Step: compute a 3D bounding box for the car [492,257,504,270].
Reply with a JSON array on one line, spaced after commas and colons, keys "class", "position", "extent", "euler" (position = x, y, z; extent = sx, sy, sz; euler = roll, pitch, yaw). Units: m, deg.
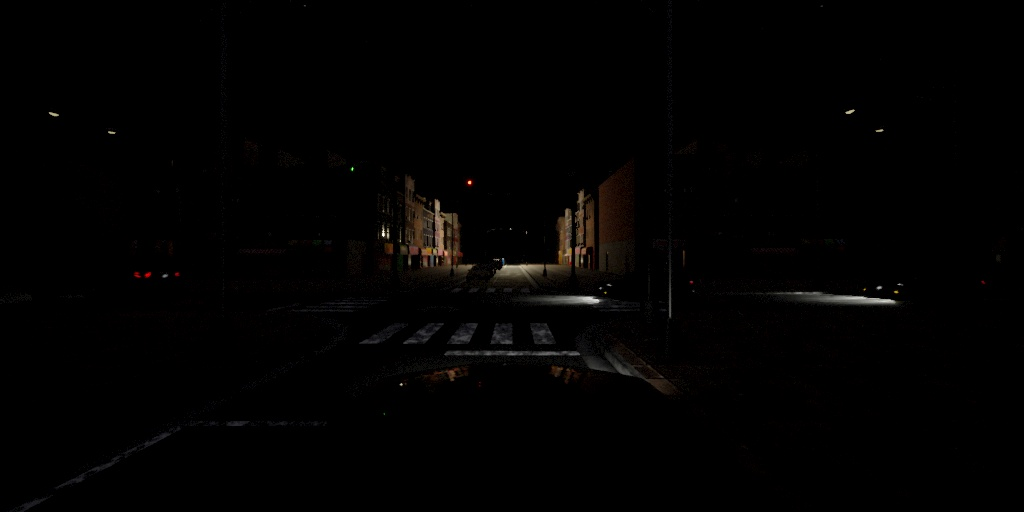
[{"class": "car", "position": [-2.610, 1.252, 51.276], "extent": [1.967, 1.591, 4.097], "euler": [0, 0, 0]}]

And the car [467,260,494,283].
[{"class": "car", "position": [-2.622, 1.294, 28.686], "extent": [1.751, 1.417, 4.829], "euler": [0, 0, 0]}]

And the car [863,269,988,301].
[{"class": "car", "position": [19.048, 1.289, 16.646], "extent": [4.181, 1.385, 1.994], "euler": [0, 0, 0]}]

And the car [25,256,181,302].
[{"class": "car", "position": [-18.849, 1.020, 16.726], "extent": [5.566, 2.045, 2.150], "euler": [0, 0, 0]}]

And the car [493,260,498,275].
[{"class": "car", "position": [-2.619, 1.322, 34.461], "extent": [1.888, 1.381, 4.507], "euler": [0, 0, 0]}]

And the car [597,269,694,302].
[{"class": "car", "position": [6.126, 1.315, 16.669], "extent": [4.181, 1.385, 1.994], "euler": [0, 0, 0]}]

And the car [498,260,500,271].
[{"class": "car", "position": [-2.616, 1.369, 40.066], "extent": [1.802, 1.307, 4.207], "euler": [0, 0, 0]}]
